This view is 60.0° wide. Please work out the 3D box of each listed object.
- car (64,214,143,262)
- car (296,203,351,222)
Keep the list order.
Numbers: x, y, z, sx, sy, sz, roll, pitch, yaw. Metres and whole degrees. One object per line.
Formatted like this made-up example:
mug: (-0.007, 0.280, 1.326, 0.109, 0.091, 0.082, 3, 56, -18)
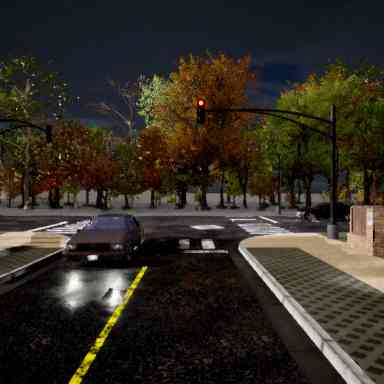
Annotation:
car: (-2.989, 1.547, 12.484, 2.033, 1.411, 5.357, 0, 0, -1)
car: (10.668, 1.572, 26.327, 4.674, 1.442, 1.812, 0, 0, 0)
